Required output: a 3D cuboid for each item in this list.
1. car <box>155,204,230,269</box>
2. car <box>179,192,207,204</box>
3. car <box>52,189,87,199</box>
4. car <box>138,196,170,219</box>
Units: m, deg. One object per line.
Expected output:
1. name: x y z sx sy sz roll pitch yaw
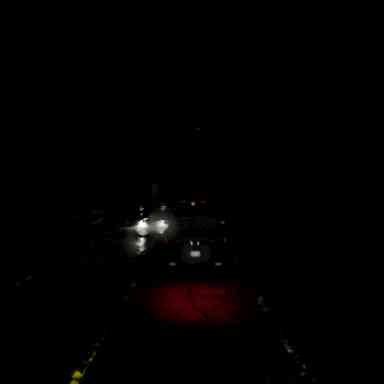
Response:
1. car: 0.096 1.379 10.825 1.882 1.535 5.008 0 0 0
2. car: 0.103 0.966 27.849 2.150 2.045 5.566 0 1 0
3. car: -20.457 0.558 55.675 5.566 2.045 2.150 0 1 -1
4. car: -2.835 1.115 25.758 2.097 1.767 4.553 0 1 0
